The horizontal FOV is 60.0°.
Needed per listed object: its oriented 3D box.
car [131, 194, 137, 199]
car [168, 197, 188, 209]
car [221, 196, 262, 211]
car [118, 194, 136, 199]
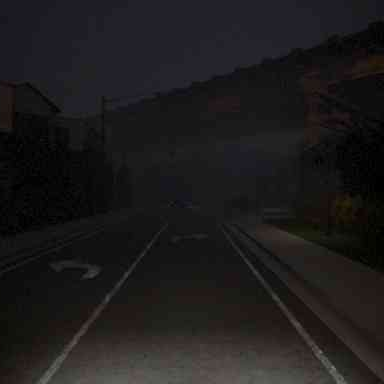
[{"bbox_3d":[-16.806,1.205,85.854,4.974,1.542,2.038,0,0,-15],"label":"car"},{"bbox_3d":[-1.744,1.403,42.533,1.812,1.442,4.674,0,0,5],"label":"car"},{"bbox_3d":[5.797,1.240,38.733,4.553,1.767,2.097,0,0,-5],"label":"car"},{"bbox_3d":[-16.756,1.048,85.867,4.536,1.218,1.853,0,0,-15],"label":"car"}]
